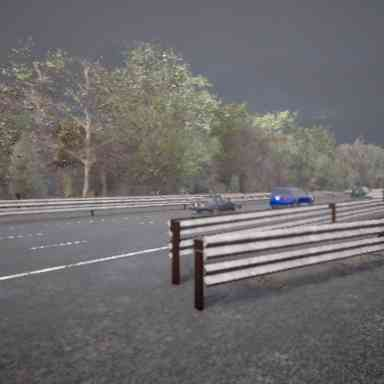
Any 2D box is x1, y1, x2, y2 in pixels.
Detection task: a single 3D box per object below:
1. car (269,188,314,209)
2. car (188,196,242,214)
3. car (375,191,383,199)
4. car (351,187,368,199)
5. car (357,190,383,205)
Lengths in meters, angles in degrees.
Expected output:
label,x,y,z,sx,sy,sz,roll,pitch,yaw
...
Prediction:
label,x,y,z,sx,sy,sz,roll,pitch,yaw
car,9.186,0.642,30.567,2.150,2.045,5.566,0,1,42
car,2.010,1.048,27.879,2.033,1.411,5.357,0,1,42
car,32.808,0.535,56.571,1.895,1.301,4.718,0,1,42
car,29.721,0.149,58.375,2.150,2.045,5.566,0,1,42
car,20.983,0.772,38.353,1.812,1.442,4.674,0,1,42
